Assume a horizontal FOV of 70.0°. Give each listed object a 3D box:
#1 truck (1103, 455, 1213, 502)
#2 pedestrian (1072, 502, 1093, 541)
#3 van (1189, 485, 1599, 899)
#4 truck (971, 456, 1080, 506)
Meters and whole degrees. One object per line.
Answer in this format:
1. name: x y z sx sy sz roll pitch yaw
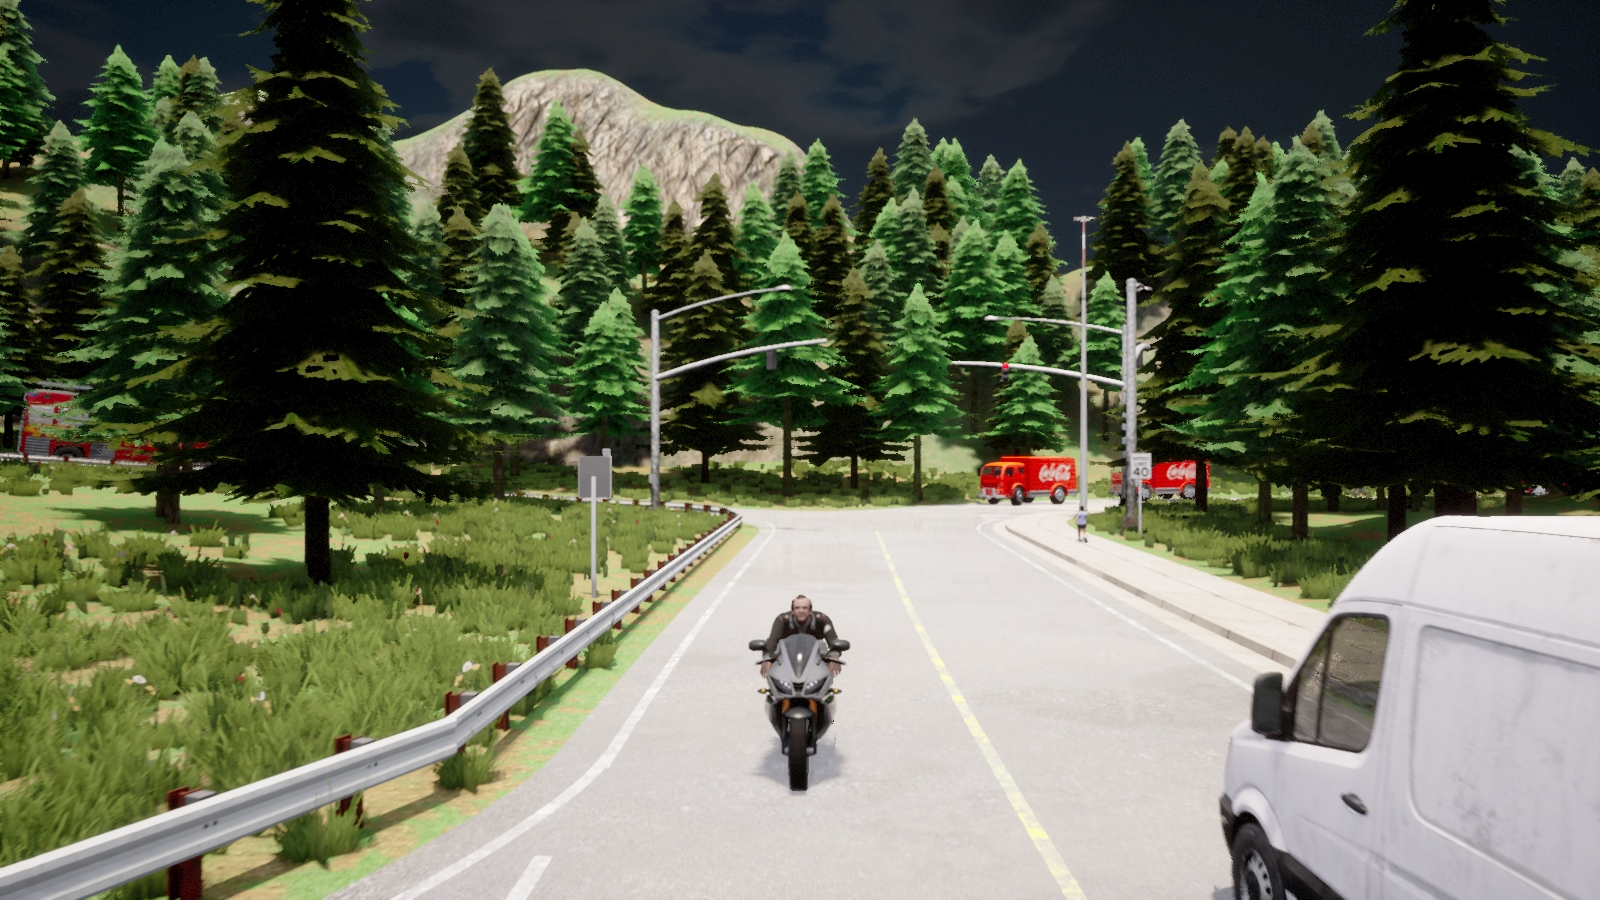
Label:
1. truck: 19.798 1.541 63.285 5.204 2.467 2.627 0 0 -16
2. pedestrian: 8.123 2.049 32.829 0.500 1.100 0.500 0 0 3
3. van: 3.497 1.508 4.396 1.988 2.561 5.915 0 0 0
4. truck: 11.646 1.541 58.919 5.204 2.467 2.627 0 0 -34
